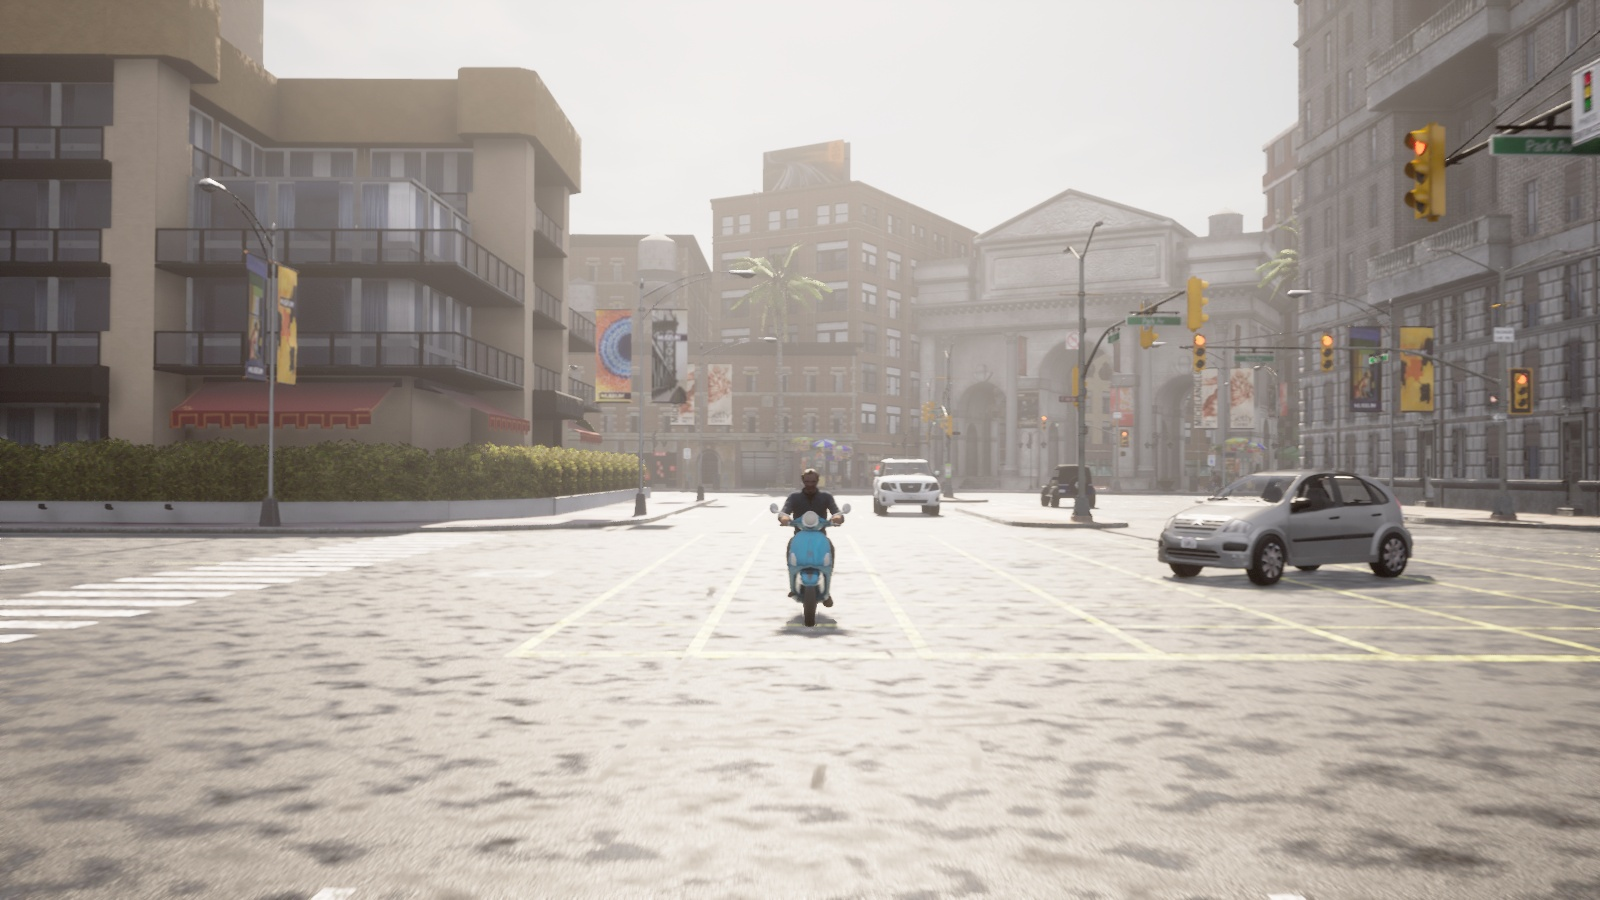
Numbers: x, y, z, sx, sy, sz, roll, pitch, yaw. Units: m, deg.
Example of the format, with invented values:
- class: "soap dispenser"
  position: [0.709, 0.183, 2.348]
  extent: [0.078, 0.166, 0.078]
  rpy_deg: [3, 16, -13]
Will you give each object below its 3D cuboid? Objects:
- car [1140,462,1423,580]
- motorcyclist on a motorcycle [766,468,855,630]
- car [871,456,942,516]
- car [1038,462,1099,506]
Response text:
- class: "car"
  position: [7.288, 1.001, 18.973]
  extent: [3.988, 1.617, 1.851]
  rpy_deg: [0, -1, -29]
- class: "motorcyclist on a motorcycle"
  position: [0.108, 0.990, 13.271]
  extent: [0.866, 1.590, 1.817]
  rpy_deg: [0, -1, 0]
- class: "car"
  position: [3.841, 1.291, 46.199]
  extent: [2.150, 2.045, 5.566]
  rpy_deg: [0, -1, 0]
- class: "car"
  position: [11.911, 1.498, 55.925]
  extent: [1.905, 1.878, 3.866]
  rpy_deg: [0, -1, 0]
